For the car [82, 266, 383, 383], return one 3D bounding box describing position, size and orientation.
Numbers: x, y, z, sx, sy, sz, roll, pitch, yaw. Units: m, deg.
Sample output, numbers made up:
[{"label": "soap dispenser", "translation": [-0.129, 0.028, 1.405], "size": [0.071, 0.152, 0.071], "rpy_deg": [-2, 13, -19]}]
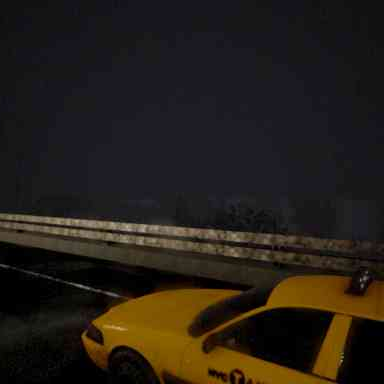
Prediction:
[{"label": "car", "translation": [1.195, 1.457, 3.018], "size": [5.366, 1.575, 1.801], "rpy_deg": [0, 0, 36]}]
